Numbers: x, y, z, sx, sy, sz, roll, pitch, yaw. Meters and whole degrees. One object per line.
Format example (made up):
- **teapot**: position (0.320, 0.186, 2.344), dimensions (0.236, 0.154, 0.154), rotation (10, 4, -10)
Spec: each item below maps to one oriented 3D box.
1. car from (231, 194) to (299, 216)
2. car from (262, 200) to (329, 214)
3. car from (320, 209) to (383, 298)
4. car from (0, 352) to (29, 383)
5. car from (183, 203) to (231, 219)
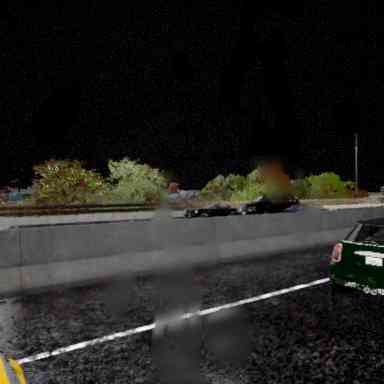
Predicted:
- **car**: position (5.986, 1.169, 25.305), dimensions (5.566, 2.045, 2.150), rotation (0, 0, -35)
- **car**: position (7.440, 1.498, 22.056), dimensions (5.357, 1.411, 2.033), rotation (0, 0, -35)
- **car**: position (5.192, 1.330, 7.544), dimensions (4.553, 1.767, 2.097), rotation (0, 0, -35)
- **car**: position (-3.572, 1.461, 1.323), dimensions (5.366, 1.575, 1.801), rotation (0, 0, -36)
- **car**: position (1.662, 1.553, 26.558), dimensions (4.718, 1.301, 1.895), rotation (0, 0, -35)
